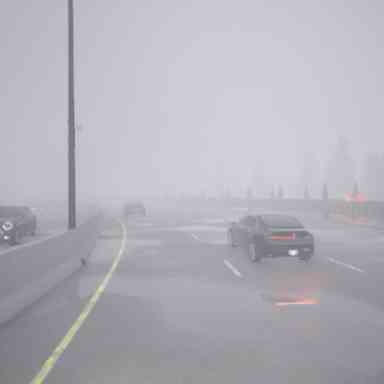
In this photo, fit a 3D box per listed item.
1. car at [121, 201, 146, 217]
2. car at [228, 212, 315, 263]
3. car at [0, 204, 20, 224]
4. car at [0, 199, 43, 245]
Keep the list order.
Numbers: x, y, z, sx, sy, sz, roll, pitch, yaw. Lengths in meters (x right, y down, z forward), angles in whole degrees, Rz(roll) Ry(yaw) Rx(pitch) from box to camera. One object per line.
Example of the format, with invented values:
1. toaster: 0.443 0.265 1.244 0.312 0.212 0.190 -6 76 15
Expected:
1. car: -5.648 1.558 31.740 2.128 1.511 4.902 0 0 -19
2. car: 2.618 1.496 11.978 1.837 1.490 4.892 0 0 -7
3. car: -15.054 1.689 26.237 1.994 1.385 4.181 0 0 -18
4. car: -8.736 1.409 15.442 2.097 1.767 4.553 0 0 -11
